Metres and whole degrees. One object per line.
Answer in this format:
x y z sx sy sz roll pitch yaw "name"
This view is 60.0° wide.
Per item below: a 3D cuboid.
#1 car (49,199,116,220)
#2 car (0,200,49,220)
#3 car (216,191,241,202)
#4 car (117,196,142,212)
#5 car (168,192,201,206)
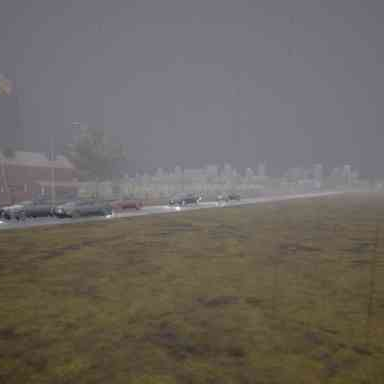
-8.084 1.269 24.988 1.994 1.385 4.181 1 2 36 "car"
-11.925 1.267 24.736 1.994 1.385 4.181 1 2 34 "car"
5.314 0.596 48.403 2.128 1.511 4.902 1 2 37 "car"
-6.730 1.090 31.872 1.994 1.385 4.181 1 2 36 "car"
-0.846 0.827 39.976 1.837 1.490 4.892 1 2 36 "car"
